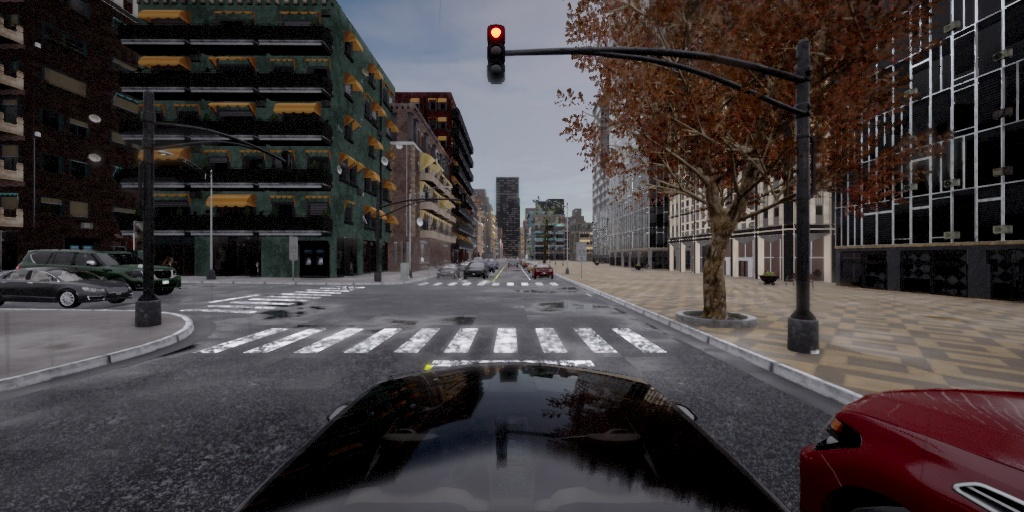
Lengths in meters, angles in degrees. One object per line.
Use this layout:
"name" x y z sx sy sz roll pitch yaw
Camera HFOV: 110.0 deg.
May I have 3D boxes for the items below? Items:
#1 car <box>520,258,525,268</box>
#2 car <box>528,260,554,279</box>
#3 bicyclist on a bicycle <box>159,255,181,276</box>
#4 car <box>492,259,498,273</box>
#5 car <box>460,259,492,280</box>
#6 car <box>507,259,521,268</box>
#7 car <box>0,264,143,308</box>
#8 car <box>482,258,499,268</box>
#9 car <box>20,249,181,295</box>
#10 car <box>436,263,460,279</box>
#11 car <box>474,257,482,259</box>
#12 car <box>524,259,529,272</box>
"car" 2.759 1.374 60.008 1.802 1.307 4.207 0 0 0
"car" 2.727 1.307 32.345 1.888 1.381 4.507 0 0 0
"bicyclist on a bicycle" -23.142 0.761 24.220 0.582 1.620 1.656 1 0 -1
"car" -3.033 1.373 43.506 1.895 1.301 4.718 0 0 0
"car" -3.101 1.239 31.841 1.882 1.535 5.008 0 0 1
"car" 0.174 1.289 63.491 2.128 1.511 4.902 0 0 0
"car" -16.422 1.091 12.952 4.403 1.370 2.007 0 0 -1
"car" -3.009 1.276 54.013 2.128 1.511 4.902 0 0 0
"car" -17.771 0.746 15.535 5.566 2.045 2.150 1 0 0
"car" -5.653 1.312 32.355 2.007 1.370 4.403 0 0 0
"car" -5.627 1.225 54.486 1.967 1.591 4.097 0 0 0
"car" 2.740 1.297 43.580 1.751 1.417 4.829 0 0 0
